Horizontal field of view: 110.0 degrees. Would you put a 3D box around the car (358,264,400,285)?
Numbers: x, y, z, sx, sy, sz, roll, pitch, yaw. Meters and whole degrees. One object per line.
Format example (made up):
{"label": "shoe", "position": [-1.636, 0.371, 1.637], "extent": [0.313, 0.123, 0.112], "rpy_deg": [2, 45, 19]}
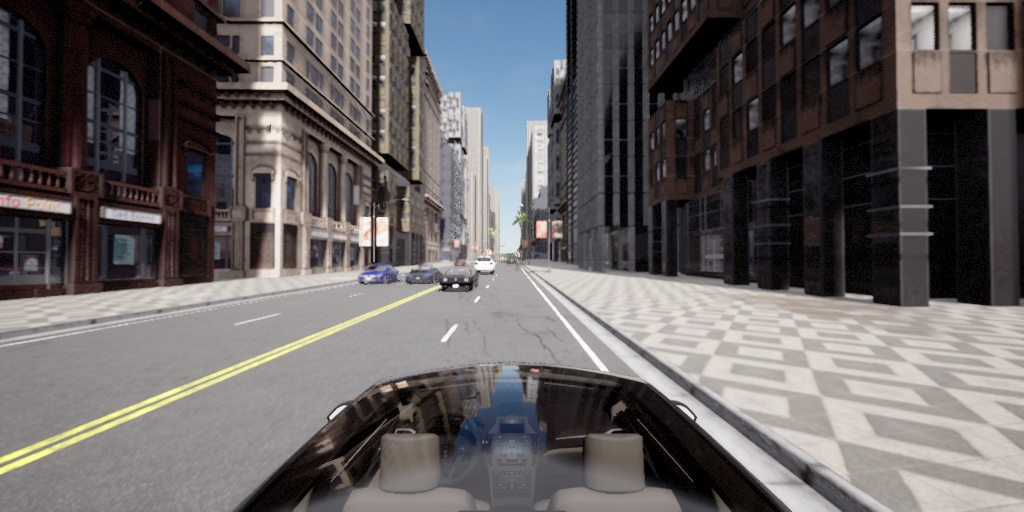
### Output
{"label": "car", "position": [-9.850, 1.325, 26.944], "extent": [1.812, 1.442, 4.674], "rpy_deg": [0, 0, 0]}

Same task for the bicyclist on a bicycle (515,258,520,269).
{"label": "bicyclist on a bicycle", "position": [0.895, 1.292, 51.866], "extent": [0.582, 1.620, 1.656], "rpy_deg": [0, 0, 0]}

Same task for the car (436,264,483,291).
{"label": "car", "position": [-3.150, 1.392, 22.391], "extent": [1.895, 1.301, 4.718], "rpy_deg": [0, 0, 0]}

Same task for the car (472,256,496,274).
{"label": "car", "position": [-3.151, 1.047, 42.710], "extent": [2.150, 2.045, 5.566], "rpy_deg": [0, 0, 0]}

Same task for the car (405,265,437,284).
{"label": "car", "position": [-6.598, 1.364, 27.091], "extent": [1.994, 1.385, 4.181], "rpy_deg": [0, 0, 0]}
